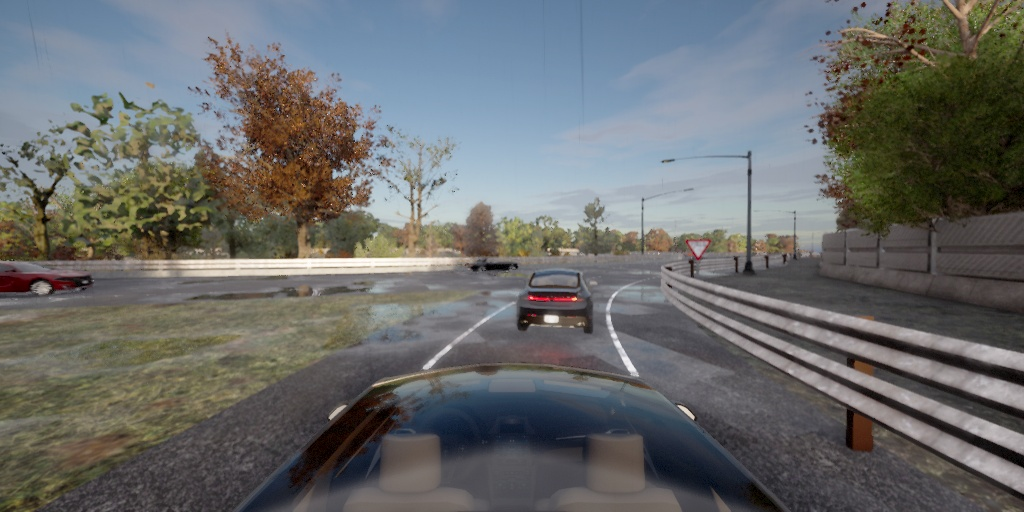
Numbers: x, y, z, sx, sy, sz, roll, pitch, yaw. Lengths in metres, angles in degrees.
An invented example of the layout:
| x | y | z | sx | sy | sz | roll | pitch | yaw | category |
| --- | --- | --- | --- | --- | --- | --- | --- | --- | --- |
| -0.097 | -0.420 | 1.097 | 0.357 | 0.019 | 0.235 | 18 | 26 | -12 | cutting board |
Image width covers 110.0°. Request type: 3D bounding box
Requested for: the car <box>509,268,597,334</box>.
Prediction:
| x | y | z | sx | sy | sz | roll | pitch | yaw | category |
| --- | --- | --- | --- | --- | --- | --- | --- | --- | --- |
| 1.342 | 1.111 | 10.222 | 1.837 | 1.490 | 4.892 | 0 | 1 | 11 | car |

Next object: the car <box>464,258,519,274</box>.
| x | y | z | sx | sy | sz | roll | pitch | yaw | category |
| --- | --- | --- | --- | --- | --- | --- | --- | --- | --- |
| -1.775 | 0.799 | 32.045 | 4.718 | 1.301 | 1.895 | -1 | 1 | -27 | car |

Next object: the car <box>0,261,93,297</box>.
| x | y | z | sx | sy | sz | roll | pitch | yaw | category |
| --- | --- | --- | --- | --- | --- | --- | --- | --- | --- |
| -22.406 | 0.960 | 16.111 | 5.008 | 1.535 | 1.882 | 0 | 1 | -16 | car |
